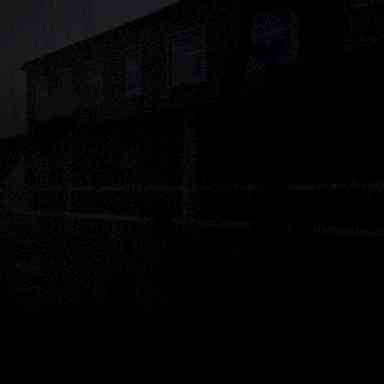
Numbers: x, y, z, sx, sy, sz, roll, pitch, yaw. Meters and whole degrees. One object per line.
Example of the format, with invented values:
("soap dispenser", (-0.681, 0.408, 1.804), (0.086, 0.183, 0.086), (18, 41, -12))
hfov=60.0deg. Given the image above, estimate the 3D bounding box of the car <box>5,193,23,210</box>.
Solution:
("car", (-15.064, 0.858, 28.428), (1.994, 1.385, 4.181), (0, 16, 34))
